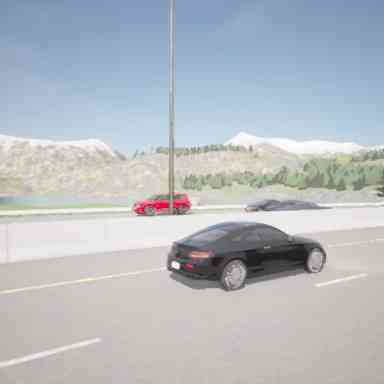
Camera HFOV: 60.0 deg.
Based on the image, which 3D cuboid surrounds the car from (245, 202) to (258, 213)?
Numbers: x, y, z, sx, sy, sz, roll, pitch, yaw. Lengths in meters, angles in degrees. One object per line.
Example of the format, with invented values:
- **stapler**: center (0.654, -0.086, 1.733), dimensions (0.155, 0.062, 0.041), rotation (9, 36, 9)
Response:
- **car**: center (7.359, 1.431, 32.368), dimensions (4.674, 1.442, 1.812), rotation (0, 0, -26)

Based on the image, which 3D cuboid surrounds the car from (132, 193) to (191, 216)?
- **car**: center (-2.734, 1.123, 30.991), dimensions (5.566, 2.045, 2.150), rotation (0, 0, -30)

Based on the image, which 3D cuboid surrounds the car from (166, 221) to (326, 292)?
- **car**: center (1.557, 1.499, 8.848), dimensions (4.674, 1.442, 1.812), rotation (0, 0, -33)

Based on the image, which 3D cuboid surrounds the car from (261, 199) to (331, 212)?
- **car**: center (8.123, 1.476, 24.973), dimensions (5.357, 1.411, 2.033), rotation (0, 0, -27)

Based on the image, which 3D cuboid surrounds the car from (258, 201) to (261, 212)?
- **car**: center (8.580, 1.421, 29.065), dimensions (4.892, 1.490, 1.837), rotation (0, 0, -26)
